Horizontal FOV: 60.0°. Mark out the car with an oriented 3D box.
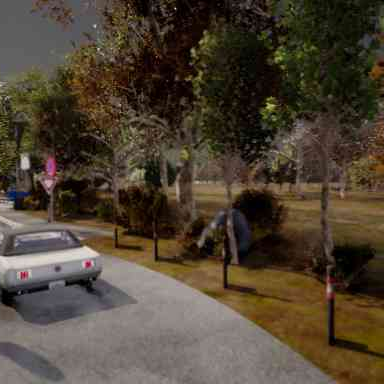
[{"bbox_3d":[-4.003,1.515,8.391,1.895,1.301,4.718,-2,2,-36],"label":"car"}]
